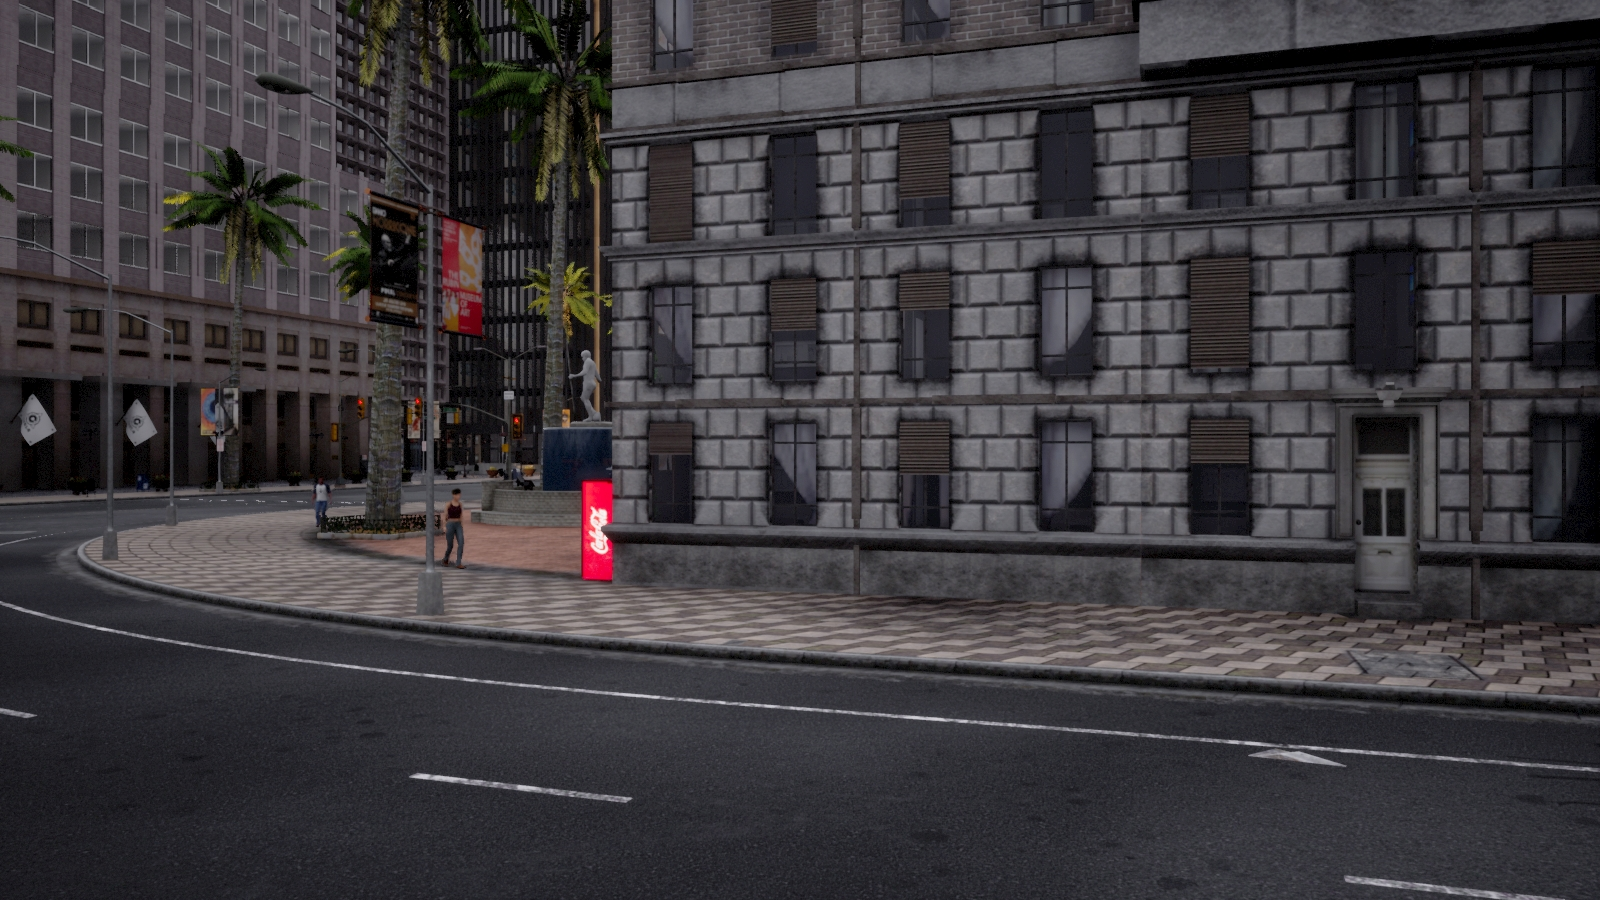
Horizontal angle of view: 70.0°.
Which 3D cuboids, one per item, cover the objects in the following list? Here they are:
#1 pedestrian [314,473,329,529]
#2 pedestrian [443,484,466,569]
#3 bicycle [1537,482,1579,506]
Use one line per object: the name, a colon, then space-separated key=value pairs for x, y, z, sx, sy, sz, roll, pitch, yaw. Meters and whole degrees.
pedestrian: x=-16.096 y=1.696 z=38.418 sx=0.375 sy=1.860 sz=0.375 roll=0 pitch=0 yaw=-10
pedestrian: x=-7.697 y=1.696 z=25.443 sx=0.375 sy=1.860 sz=0.375 roll=0 pitch=0 yaw=-43
bicycle: x=38.708 y=2.245 z=58.361 sx=0.329 sy=1.171 sz=1.835 roll=7 pitch=-4 yaw=-29
